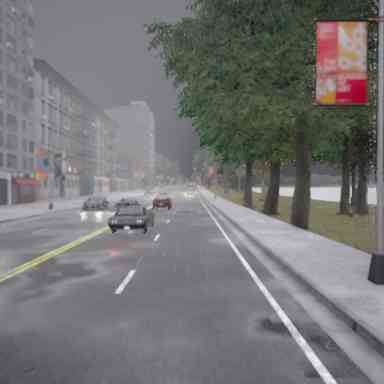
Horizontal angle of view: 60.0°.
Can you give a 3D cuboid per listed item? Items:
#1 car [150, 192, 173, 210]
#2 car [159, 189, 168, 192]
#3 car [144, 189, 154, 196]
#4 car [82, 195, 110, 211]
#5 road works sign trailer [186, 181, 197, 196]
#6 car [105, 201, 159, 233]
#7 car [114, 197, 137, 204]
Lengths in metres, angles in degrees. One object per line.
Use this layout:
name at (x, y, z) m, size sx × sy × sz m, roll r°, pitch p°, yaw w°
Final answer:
car at (-3.156, 1.051, 36.353) m, size 1.882 × 1.535 × 5.008 m, roll 0°, pitch 1°, yaw 0°
car at (-6.513, 0.078, 75.601) m, size 2.128 × 1.511 × 4.902 m, roll 0°, pitch 2°, yaw 0°
car at (-9.763, 0.092, 75.601) m, size 2.033 × 1.411 × 5.357 m, roll 0°, pitch 2°, yaw 0°
car at (-9.849, 1.107, 34.431) m, size 1.837 × 1.490 × 4.892 m, roll 0°, pitch 0°, yaw 0°
road works sign trailer at (-0.015, -0.844, 80.225) m, size 2.380 × 3.560 × 2.880 m, roll 0°, pitch 2°, yaw 0°
car at (-3.153, 1.427, 18.361) m, size 1.895 × 1.301 × 4.718 m, roll 0°, pitch 1°, yaw 0°
car at (-6.602, 1.210, 33.841) m, size 1.895 × 1.301 × 4.718 m, roll 0°, pitch 1°, yaw 0°
